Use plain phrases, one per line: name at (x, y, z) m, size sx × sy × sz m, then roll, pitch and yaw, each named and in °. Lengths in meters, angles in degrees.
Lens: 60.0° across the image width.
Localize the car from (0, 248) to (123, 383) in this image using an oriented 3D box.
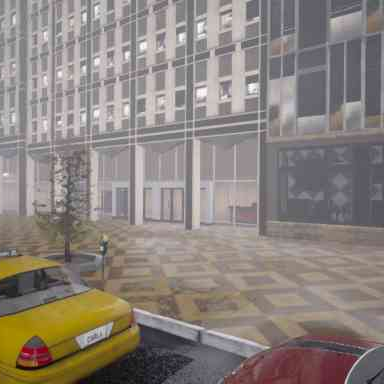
car at (-2.931, 1.524, 4.953) m, size 4.829 × 1.417 × 1.752 m, roll 0°, pitch 1°, yaw 35°

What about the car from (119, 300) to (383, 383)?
car at (1.835, 1.440, 1.556) m, size 4.097 × 1.590 × 1.967 m, roll 0°, pitch 1°, yaw 35°
